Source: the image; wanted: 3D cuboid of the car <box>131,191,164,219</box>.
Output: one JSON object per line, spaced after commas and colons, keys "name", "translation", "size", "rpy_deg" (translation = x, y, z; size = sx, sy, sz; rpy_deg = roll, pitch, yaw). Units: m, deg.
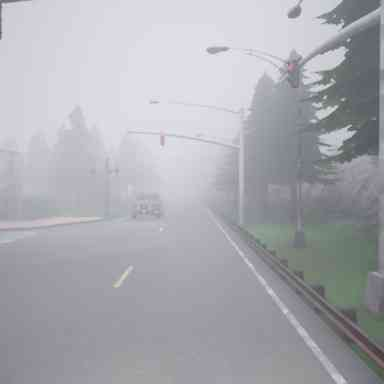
{"name": "car", "translation": [-3.544, 1.058, 27.271], "size": [2.150, 2.045, 5.566], "rpy_deg": [0, 1, 0]}
